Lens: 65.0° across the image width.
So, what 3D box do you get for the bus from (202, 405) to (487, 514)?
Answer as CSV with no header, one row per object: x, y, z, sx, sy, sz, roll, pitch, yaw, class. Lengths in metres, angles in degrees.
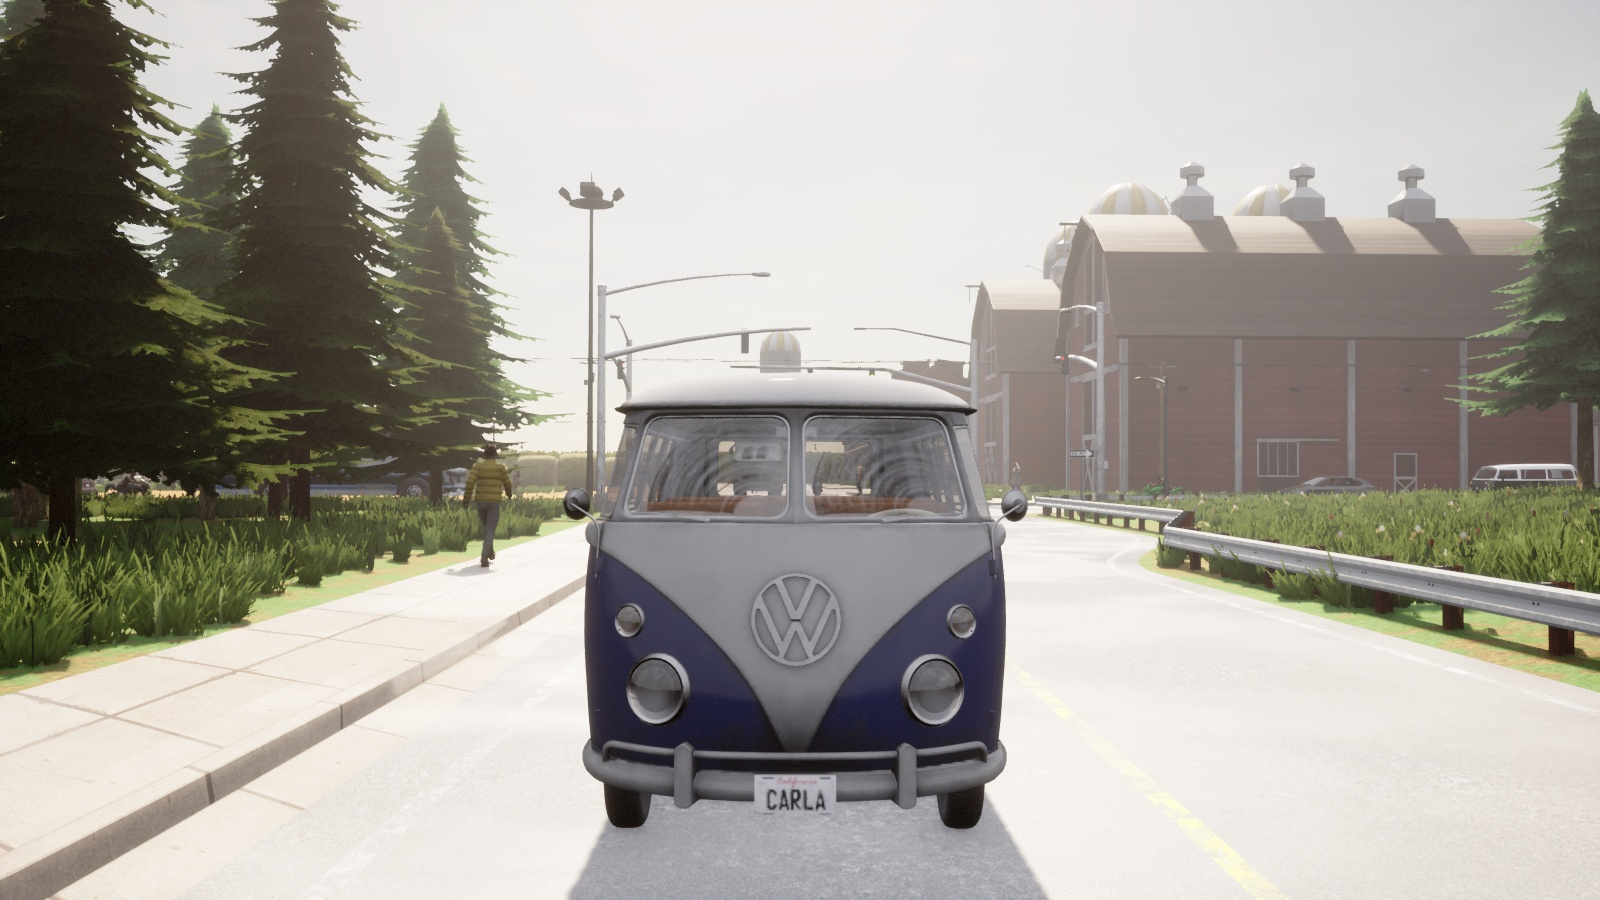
-18.437,0.402,51.531,10.273,4.253,3.944,0,-1,-1,bus

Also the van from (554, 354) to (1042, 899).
-0.024,0.681,6.802,1.775,1.987,4.442,0,-1,0,van

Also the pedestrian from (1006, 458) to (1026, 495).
11.528,1.430,67.037,0.873,1.952,0.659,0,-1,-20,pedestrian

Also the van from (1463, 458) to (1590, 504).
32.474,1.376,56.197,4.480,2.038,2.069,0,-1,-1,van

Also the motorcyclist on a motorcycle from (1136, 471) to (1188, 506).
16.080,1.694,55.812,2.044,1.523,0.797,0,-1,-1,motorcyclist on a motorcycle

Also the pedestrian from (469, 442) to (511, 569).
-4.562,0.805,18.485,0.431,1.840,0.709,0,-1,1,pedestrian

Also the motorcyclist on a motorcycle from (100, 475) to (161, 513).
-27.342,1.792,51.301,2.044,1.523,0.797,0,-1,-1,motorcyclist on a motorcycle

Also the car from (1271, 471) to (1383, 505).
23.452,1.699,55.983,4.193,1.474,1.816,0,-1,-1,car

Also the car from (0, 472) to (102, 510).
-32.903,1.787,54.674,3.988,1.617,1.851,0,-1,-1,car

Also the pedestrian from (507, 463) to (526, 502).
-13.442,1.539,59.489,0.694,1.848,0.540,0,-1,12,pedestrian
